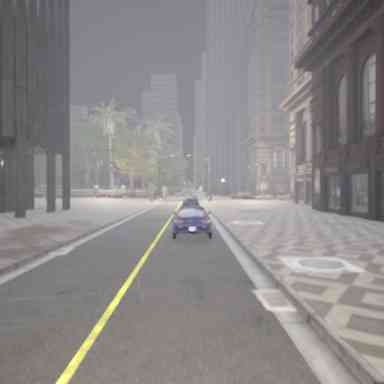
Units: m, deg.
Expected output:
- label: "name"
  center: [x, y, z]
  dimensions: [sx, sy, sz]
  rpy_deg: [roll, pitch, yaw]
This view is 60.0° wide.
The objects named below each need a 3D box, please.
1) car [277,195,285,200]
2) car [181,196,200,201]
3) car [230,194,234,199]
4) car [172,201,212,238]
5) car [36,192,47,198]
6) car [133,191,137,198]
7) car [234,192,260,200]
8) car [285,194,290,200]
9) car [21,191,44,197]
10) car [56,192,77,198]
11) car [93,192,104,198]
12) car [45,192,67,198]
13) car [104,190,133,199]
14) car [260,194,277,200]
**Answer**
- label: "car"
  center: [22.330, 1.172, 78.409]
  dimensions: [4.829, 1.417, 1.752]
  rpy_deg: [1, -1, 0]
- label: "car"
  center: [-0.123, 1.176, 38.115]
  dimensions: [1.837, 1.490, 4.892]
  rpy_deg: [0, 0, 0]
- label: "car"
  center: [11.421, 0.850, 78.378]
  dimensions: [5.009, 1.841, 2.192]
  rpy_deg: [1, -1, 0]
- label: "car"
  center: [0.003, 1.382, 16.499]
  dimensions: [1.812, 1.442, 4.674]
  rpy_deg: [0, 1, 0]
- label: "car"
  center: [-31.956, 0.609, 69.718]
  dimensions: [4.507, 1.381, 1.887]
  rpy_deg: [1, -1, 0]
- label: "car"
  center: [-15.418, 0.552, 78.296]
  dimensions: [5.009, 1.841, 2.192]
  rpy_deg: [1, -1, 0]
- label: "car"
  center: [11.454, 0.999, 69.852]
  dimensions: [4.097, 1.590, 1.967]
  rpy_deg: [1, -1, 0]
- label: "car"
  center: [22.533, 1.238, 69.884]
  dimensions: [4.313, 1.339, 1.947]
  rpy_deg: [1, -1, 0]
- label: "car"
  center: [-37.517, 0.540, 78.225]
  dimensions: [4.313, 1.339, 1.947]
  rpy_deg: [1, -1, 0]
- label: "car"
  center: [-26.432, 0.697, 69.734]
  dimensions: [4.313, 1.339, 1.947]
  rpy_deg: [1, -1, 0]
- label: "car"
  center: [-20.945, 0.717, 78.276]
  dimensions: [4.507, 1.381, 1.887]
  rpy_deg: [1, -1, 0]
- label: "car"
  center: [-31.993, 0.607, 78.243]
  dimensions: [4.313, 1.339, 1.947]
  rpy_deg: [1, -1, 0]
- label: "car"
  center: [-15.384, 0.811, 69.768]
  dimensions: [4.403, 1.369, 2.008]
  rpy_deg: [1, -1, 0]
- label: "car"
  center: [16.789, 1.116, 78.393]
  dimensions: [4.829, 1.417, 1.752]
  rpy_deg: [1, -1, 0]
